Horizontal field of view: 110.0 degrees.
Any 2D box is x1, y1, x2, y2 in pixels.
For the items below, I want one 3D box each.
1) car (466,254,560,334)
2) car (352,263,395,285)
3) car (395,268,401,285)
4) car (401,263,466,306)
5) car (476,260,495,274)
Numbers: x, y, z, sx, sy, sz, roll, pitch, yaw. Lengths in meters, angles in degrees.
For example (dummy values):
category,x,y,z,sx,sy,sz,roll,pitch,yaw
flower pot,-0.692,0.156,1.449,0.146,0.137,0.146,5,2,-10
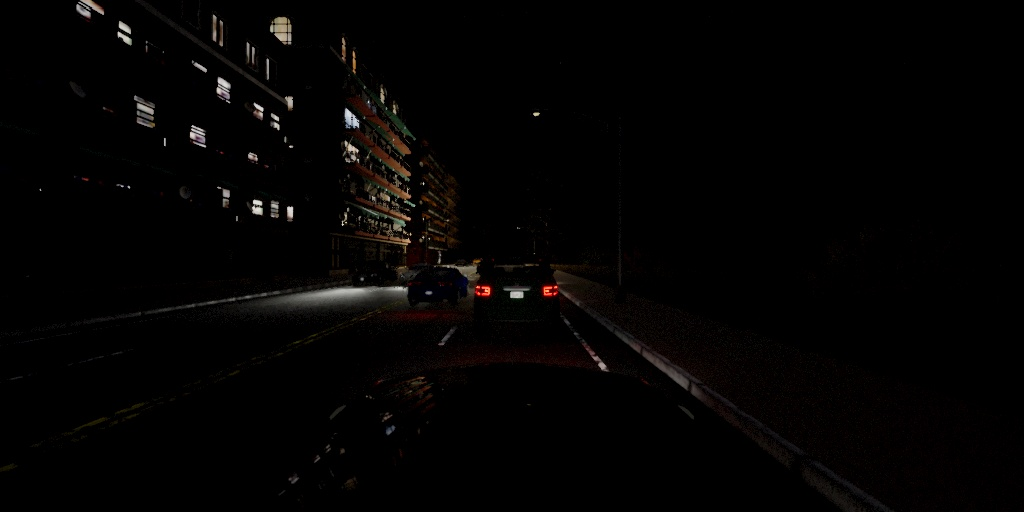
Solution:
category,x,y,z,sx,sy,sz,roll,pitch,yaw
car,0.129,0.973,10.804,2.150,2.045,5.566,0,0,0
car,-9.757,1.243,25.814,2.128,1.511,4.902,0,0,0
car,-6.507,1.278,25.577,1.812,1.442,4.674,0,0,0
car,-3.096,1.229,15.847,1.882,1.535,5.008,0,0,0
car,-2.993,1.254,41.788,1.837,1.490,4.892,0,-1,0
